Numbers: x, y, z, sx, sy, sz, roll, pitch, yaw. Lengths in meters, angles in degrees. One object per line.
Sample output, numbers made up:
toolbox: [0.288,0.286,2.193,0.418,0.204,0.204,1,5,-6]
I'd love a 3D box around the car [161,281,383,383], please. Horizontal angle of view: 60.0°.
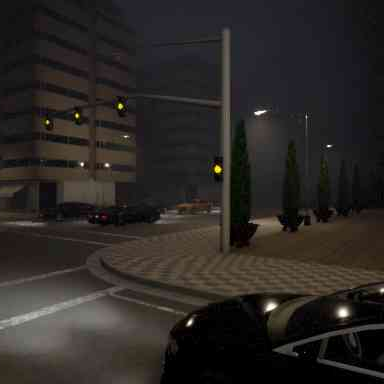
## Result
car: [1.928,1.492,2.598,4.902,1.511,2.128,0,0,36]

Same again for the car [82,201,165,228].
car: [-4.526,1.603,22.919,2.033,1.411,5.357,0,0,35]

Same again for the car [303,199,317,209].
car: [17.055,1.619,47.401,1.994,1.385,4.181,0,0,35]

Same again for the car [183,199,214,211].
car: [0.940,1.619,43.107,1.994,1.385,4.181,0,0,36]

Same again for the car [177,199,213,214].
car: [0.394,1.533,36.293,1.882,1.535,5.008,0,0,35]

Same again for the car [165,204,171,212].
car: [-4.511,1.603,35.418,2.033,1.411,5.357,0,0,35]

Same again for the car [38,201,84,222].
car: [-10.132,1.560,27.461,1.837,1.490,4.892,0,0,35]
